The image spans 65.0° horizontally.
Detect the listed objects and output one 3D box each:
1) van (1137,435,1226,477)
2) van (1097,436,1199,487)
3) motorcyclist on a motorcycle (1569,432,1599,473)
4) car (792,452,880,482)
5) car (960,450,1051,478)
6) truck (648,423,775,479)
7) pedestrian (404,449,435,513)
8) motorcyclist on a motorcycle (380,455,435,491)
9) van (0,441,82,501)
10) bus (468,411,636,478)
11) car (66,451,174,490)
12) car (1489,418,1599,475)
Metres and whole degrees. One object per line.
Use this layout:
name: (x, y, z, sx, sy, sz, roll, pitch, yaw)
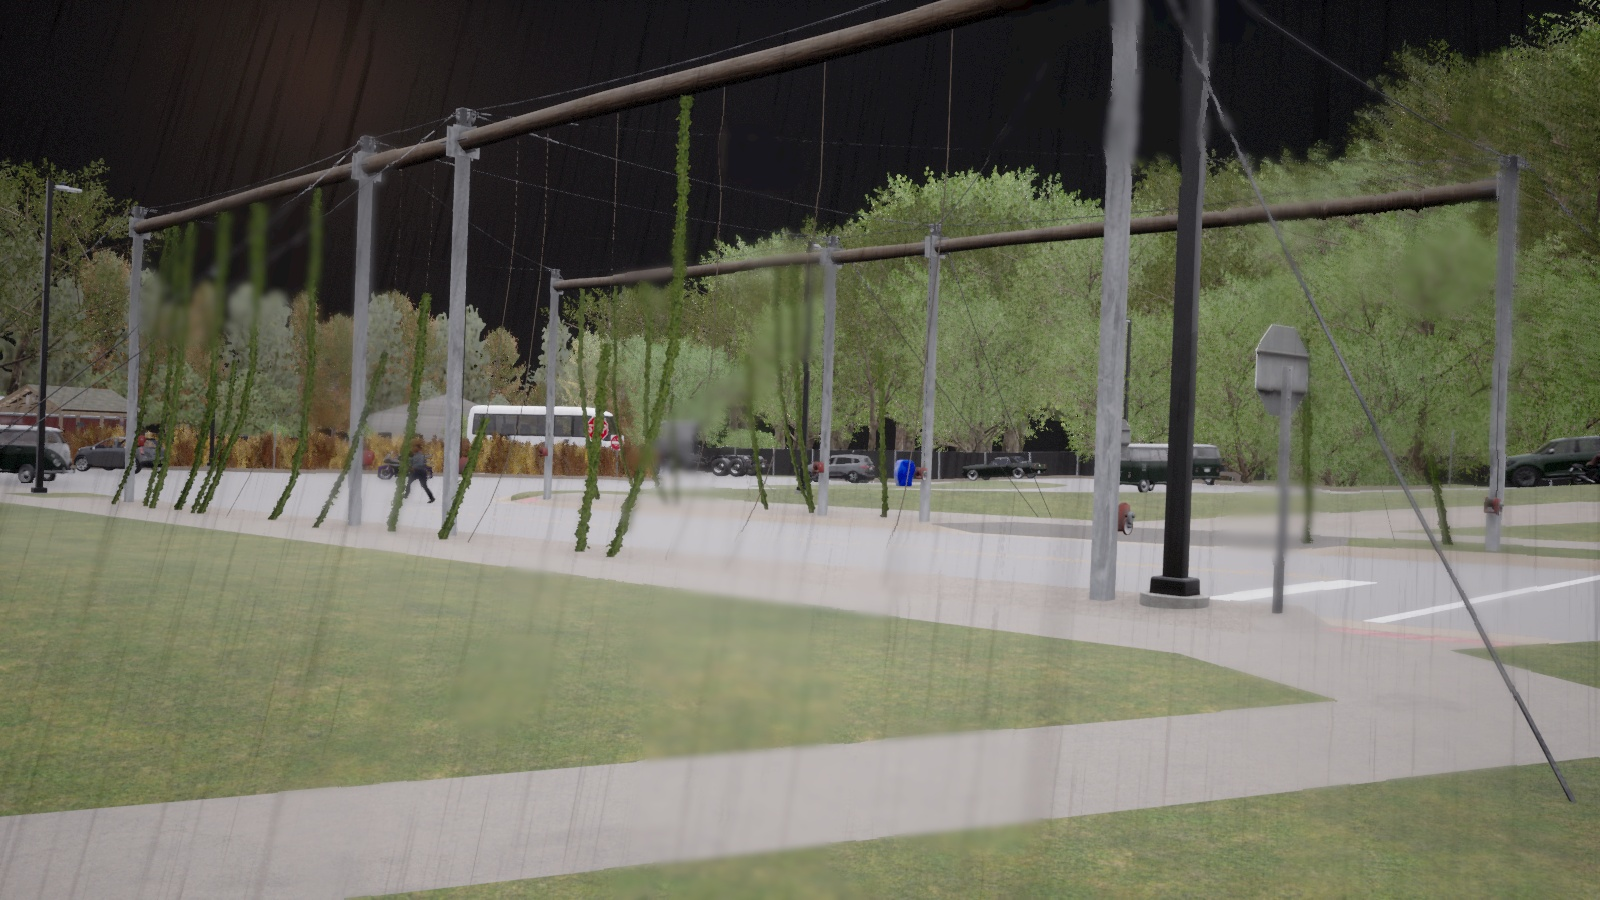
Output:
van: (18.511, 0.287, 61.149, 1.775, 1.987, 4.442, 0, 0, -20)
van: (14.221, 0.421, 51.237, 4.442, 1.987, 1.775, -1, 1, -40)
motorcyclist on a motorcycle: (30.684, 0.058, 47.991, 2.044, 1.523, 0.797, -4, -1, 21)
car: (2.078, 0.991, 72.662, 4.611, 1.667, 2.242, -1, 0, 20)
car: (11.742, 0.811, 71.984, 4.718, 1.301, 1.895, -5, -2, 36)
truck: (-5.779, 0.028, 81.616, 7.936, 3.462, 2.891, 0, 1, 27)
pedestrian: (-11.750, 0.959, 38.772, 0.788, 1.949, 0.423, 1, 0, -34)
motorcyclist on a motorcycle: (-16.922, 0.986, 54.115, 2.191, 1.530, 0.866, 0, 1, -21)
van: (-27.835, 0.707, 43.814, 4.442, 1.987, 1.775, 1, 0, -5)
bus: (-16.413, -0.398, 83.295, 10.273, 4.253, 3.944, 0, 1, 14)
car: (-28.301, 0.829, 52.299, 3.633, 1.501, 1.845, 1, 1, 14)
car: (31.602, -0.195, 51.398, 5.566, 2.045, 2.150, -4, -2, 21)
